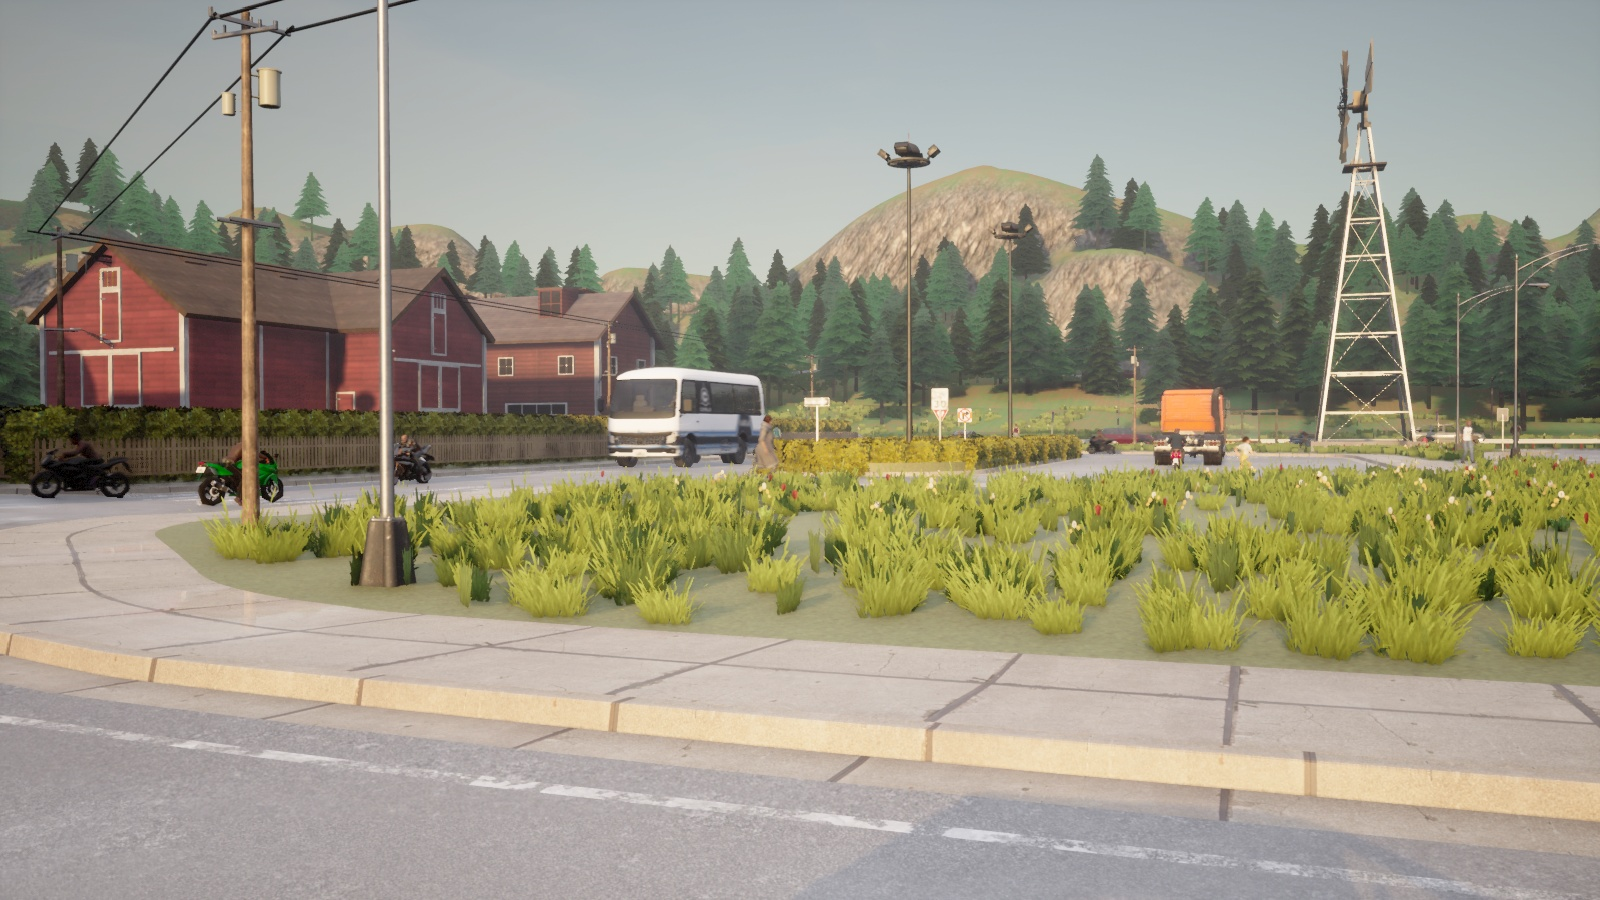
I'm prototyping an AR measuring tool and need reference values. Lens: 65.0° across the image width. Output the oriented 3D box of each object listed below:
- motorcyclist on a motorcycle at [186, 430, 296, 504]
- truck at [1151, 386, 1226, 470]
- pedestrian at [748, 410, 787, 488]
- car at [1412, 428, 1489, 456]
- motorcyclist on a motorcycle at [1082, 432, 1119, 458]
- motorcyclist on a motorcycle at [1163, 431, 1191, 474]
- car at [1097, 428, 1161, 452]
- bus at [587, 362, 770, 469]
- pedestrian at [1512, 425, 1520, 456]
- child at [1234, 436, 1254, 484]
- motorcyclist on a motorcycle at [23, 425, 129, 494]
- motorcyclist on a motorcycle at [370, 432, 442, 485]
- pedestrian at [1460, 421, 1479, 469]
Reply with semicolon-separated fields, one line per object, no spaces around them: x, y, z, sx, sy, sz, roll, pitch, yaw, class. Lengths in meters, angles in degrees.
-12.000;0.330;27.034;0.797;1.523;2.044;1;1;34;motorcyclist on a motorcycle
17.539;-0.990;56.366;2.891;3.462;7.936;1;1;20;truck
-0.824;-0.026;31.527;0.873;1.952;0.659;0;1;-10;pedestrian
44.864;-0.578;86.759;4.605;1.855;1.932;1;0;25;car
18.026;-0.331;75.393;0.797;1.523;2.044;-2;2;-42;motorcyclist on a motorcycle
14.156;0.080;47.089;0.866;1.590;1.817;1;1;21;motorcyclist on a motorcycle
24.741;-0.733;94.390;4.553;1.767;2.097;0;1;17;car
-5.028;-1.452;55.162;3.944;4.253;10.273;1;1;20;bus
44.162;-0.593;77.465;0.402;1.930;0.666;1;1;26;pedestrian
11.919;0.267;33.704;0.437;1.263;0.270;0;1;-9;child
-16.657;0.245;28.914;2.044;1.523;0.797;1;-2;-34;motorcyclist on a motorcycle
-11.630;0.223;37.125;0.866;1.530;2.191;1;1;20;motorcyclist on a motorcycle
26.058;-0.196;48.891;0.354;1.836;0.706;0;1;1;pedestrian
